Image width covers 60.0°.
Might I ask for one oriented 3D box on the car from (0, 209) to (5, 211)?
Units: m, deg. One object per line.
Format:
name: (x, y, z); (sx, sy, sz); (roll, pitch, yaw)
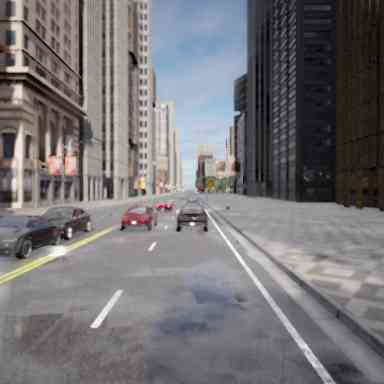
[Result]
car: (-9.810, 1.545, 16.018); (2.033, 1.411, 5.357); (0, 0, 0)

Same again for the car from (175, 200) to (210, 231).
car: (0.035, 1.502, 20.680); (1.837, 1.490, 4.892); (0, 1, 0)

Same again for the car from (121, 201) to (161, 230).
car: (-3.218, 1.521, 20.819); (1.812, 1.442, 4.674); (0, 0, 0)

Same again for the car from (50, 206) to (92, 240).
car: (-6.556, 1.502, 16.951); (1.837, 1.490, 4.892); (0, 0, 0)

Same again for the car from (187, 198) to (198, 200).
car: (0.074, 1.466, 42.368); (2.128, 1.511, 4.902); (0, 0, 0)

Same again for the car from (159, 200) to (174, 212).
car: (-3.180, 1.579, 38.914); (1.895, 1.301, 4.718); (0, 0, 0)

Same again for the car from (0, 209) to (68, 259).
car: (-6.506, 1.562, 12.407); (1.994, 1.385, 4.181); (0, 0, 0)
